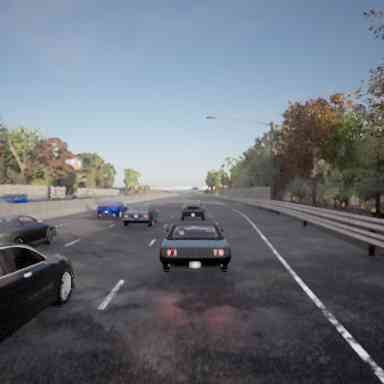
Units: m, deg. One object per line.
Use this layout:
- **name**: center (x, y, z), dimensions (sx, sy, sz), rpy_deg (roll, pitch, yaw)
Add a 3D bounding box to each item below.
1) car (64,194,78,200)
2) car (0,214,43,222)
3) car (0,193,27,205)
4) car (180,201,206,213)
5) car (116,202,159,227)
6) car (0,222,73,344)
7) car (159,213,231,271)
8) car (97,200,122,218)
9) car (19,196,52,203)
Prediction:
- **car**: center (-28.018, 1.232, 77.252), dimensions (1.882, 1.535, 5.008), rpy_deg (0, 0, 0)
- **car**: center (-6.909, 1.548, 12.832), dimensions (1.994, 1.385, 4.181), rpy_deg (0, 0, 0)
- **car**: center (-21.094, 1.190, 38.704), dimensions (2.150, 2.045, 5.566), rpy_deg (0, 0, 0)
- **car**: center (0.087, 1.479, 27.784), dimensions (1.837, 1.490, 4.892), rpy_deg (0, 0, 0)
- **car**: center (-3.418, 1.524, 22.794), dimensions (2.033, 1.411, 5.357), rpy_deg (0, 0, 0)
- **car**: center (-3.428, 1.499, 5.154), dimensions (1.837, 1.490, 4.892), rpy_deg (0, 0, 0)
- **car**: center (0.091, 1.588, 10.794), dimensions (1.895, 1.301, 4.718), rpy_deg (0, 0, 0)
- **car**: center (-6.911, 1.449, 29.303), dimensions (1.882, 1.535, 5.008), rpy_deg (0, 0, 0)
- **car**: center (-17.596, 1.472, 38.527), dimensions (1.837, 1.490, 4.892), rpy_deg (0, 0, 0)
